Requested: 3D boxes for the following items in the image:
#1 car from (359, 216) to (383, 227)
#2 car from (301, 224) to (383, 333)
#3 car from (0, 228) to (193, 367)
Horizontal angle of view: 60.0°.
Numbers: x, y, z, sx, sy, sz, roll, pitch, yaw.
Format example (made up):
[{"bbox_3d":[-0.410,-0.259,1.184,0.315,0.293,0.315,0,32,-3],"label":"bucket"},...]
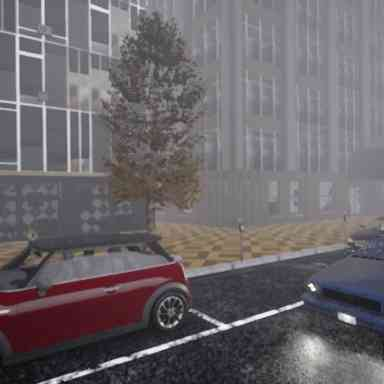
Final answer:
[{"bbox_3d":[7.187,1.513,11.696,4.403,1.369,2.008,0,0,-35],"label":"car"},{"bbox_3d":[4.519,1.525,6.604,5.357,1.411,2.033,0,0,-36],"label":"car"},{"bbox_3d":[-2.068,1.436,5.096,4.097,1.590,1.967,0,0,-35],"label":"car"}]
